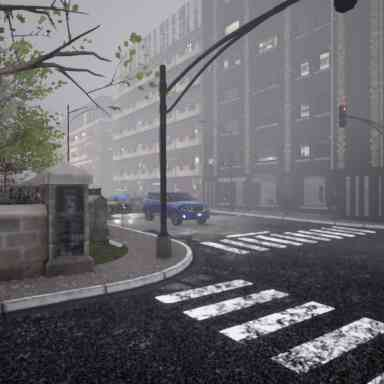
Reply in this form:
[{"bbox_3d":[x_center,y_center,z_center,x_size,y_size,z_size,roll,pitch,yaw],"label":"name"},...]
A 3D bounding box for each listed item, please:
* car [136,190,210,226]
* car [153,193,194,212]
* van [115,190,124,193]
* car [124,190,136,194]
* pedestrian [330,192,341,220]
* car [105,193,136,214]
[{"bbox_3d":[-1.194,0.926,21.594,2.150,2.045,5.566,0,1,-36],"label":"car"},{"bbox_3d":[-1.873,0.949,32.341,1.967,1.590,4.097,1,1,-36],"label":"car"},{"bbox_3d":[-8.401,0.654,41.249,1.690,1.788,3.998,1,1,-36],"label":"van"},{"bbox_3d":[-5.136,0.726,36.794,2.192,1.841,5.009,1,1,-36],"label":"car"},{"bbox_3d":[9.402,0.902,21.910,0.375,1.860,0.375,1,-1,-36],"label":"pedestrian"},{"bbox_3d":[-6.855,1.098,29.322,1.994,1.385,4.181,0,1,-36],"label":"car"}]
